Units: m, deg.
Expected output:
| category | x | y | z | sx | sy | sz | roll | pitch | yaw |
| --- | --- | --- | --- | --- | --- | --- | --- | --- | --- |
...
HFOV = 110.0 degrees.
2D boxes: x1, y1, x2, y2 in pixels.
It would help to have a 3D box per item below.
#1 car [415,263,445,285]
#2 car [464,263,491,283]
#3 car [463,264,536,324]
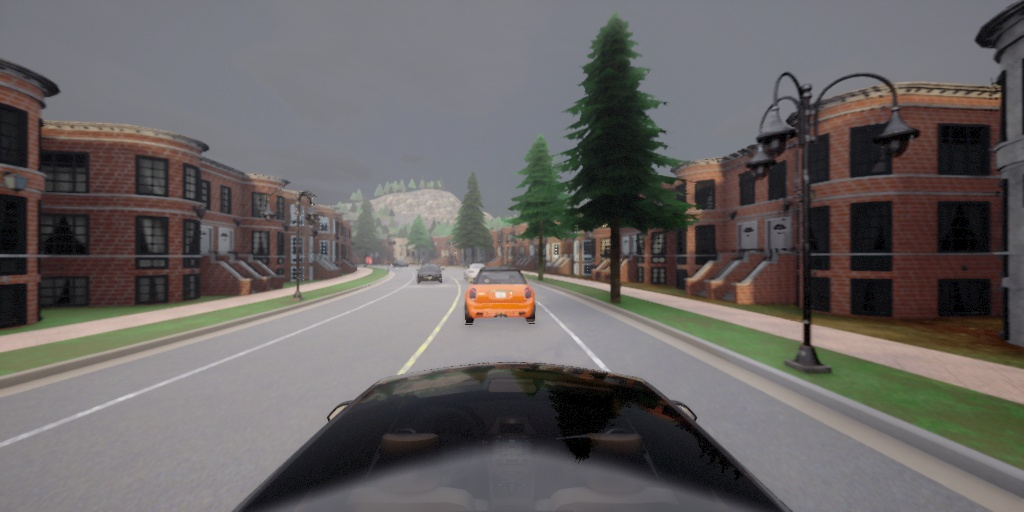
| category | x | y | z | sx | sy | sz | roll | pitch | yaw |
| --- | --- | --- | --- | --- | --- | --- | --- | --- | --- |
| car | -6.337 | 1.346 | 27.841 | 1.837 | 1.490 | 4.892 | 0 | 0 | -12 |
| car | -2.928 | 1.365 | 29.633 | 1.812 | 1.442 | 4.674 | 0 | 0 | -11 |
| car | -0.474 | 1.135 | 12.262 | 2.097 | 1.767 | 4.553 | 0 | 0 | -4 |
